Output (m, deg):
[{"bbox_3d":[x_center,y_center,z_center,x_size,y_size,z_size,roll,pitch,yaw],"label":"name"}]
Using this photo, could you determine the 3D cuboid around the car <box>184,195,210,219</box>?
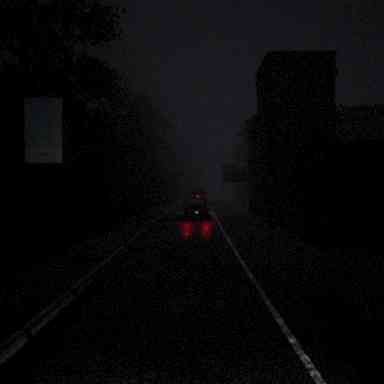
[{"bbox_3d":[0.364,1.178,25.402,1.812,1.442,4.674,0,1,1],"label":"car"}]

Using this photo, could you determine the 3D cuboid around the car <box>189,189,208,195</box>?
[{"bbox_3d":[0.829,0.577,43.013,2.150,2.045,5.566,0,1,2],"label":"car"}]
